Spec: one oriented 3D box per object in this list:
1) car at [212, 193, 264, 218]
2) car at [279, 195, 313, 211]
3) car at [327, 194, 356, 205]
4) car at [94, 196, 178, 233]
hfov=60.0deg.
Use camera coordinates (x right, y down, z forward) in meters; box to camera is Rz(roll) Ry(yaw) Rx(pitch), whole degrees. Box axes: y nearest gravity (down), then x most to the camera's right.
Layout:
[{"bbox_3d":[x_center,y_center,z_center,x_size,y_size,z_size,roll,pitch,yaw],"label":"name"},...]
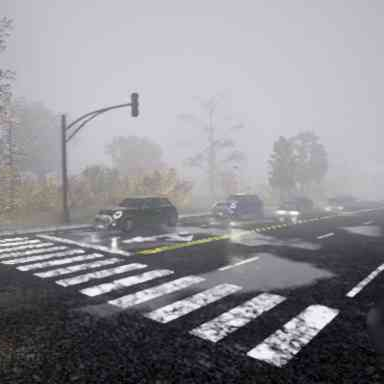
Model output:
[{"bbox_3d":[3.460,0.909,24.599,2.097,1.767,4.553,1,2,42],"label":"car"},{"bbox_3d":[10.017,1.012,31.876,1.994,1.385,4.181,1,2,41],"label":"car"},{"bbox_3d":[18.188,0.921,40.471,1.895,1.301,4.718,1,2,44],"label":"car"},{"bbox_3d":[-2.824,1.017,17.363,2.097,1.767,4.553,1,1,41],"label":"car"}]
